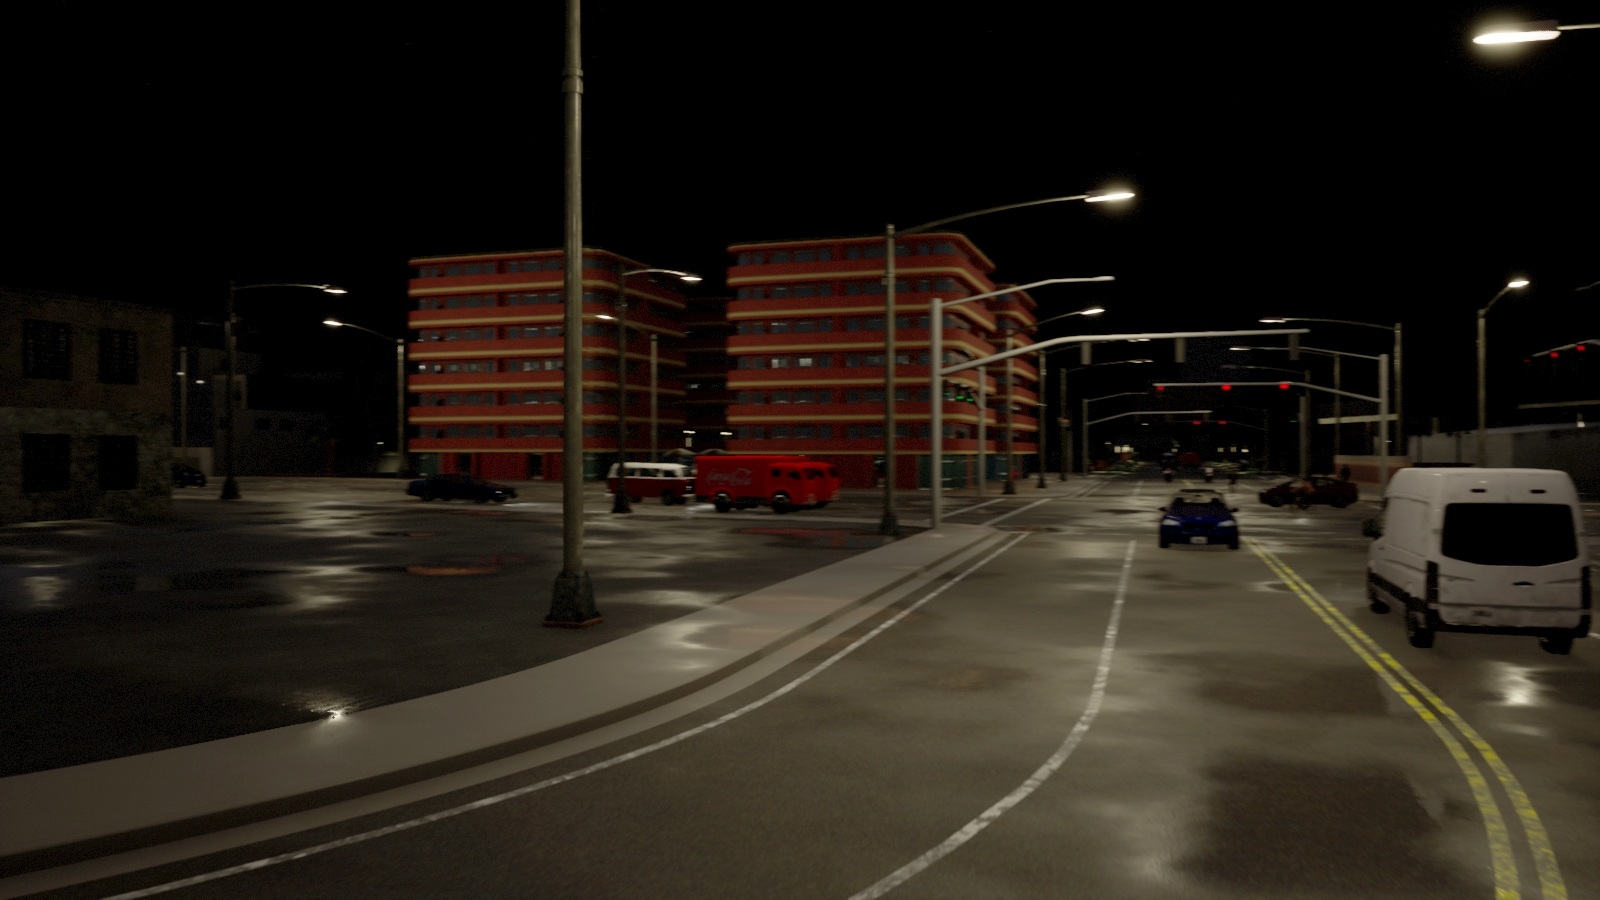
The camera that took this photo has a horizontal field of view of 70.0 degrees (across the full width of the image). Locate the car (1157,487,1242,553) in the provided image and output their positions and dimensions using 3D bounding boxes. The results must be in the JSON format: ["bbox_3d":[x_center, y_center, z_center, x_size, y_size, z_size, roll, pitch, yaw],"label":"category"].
[{"bbox_3d":[11.874,2.008,34.085,2.242,1.667,4.611,0,0,19],"label":"car"}]

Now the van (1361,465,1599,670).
[{"bbox_3d":[10.287,1.550,17.824,1.988,2.561,5.915,0,0,19],"label":"van"}]
